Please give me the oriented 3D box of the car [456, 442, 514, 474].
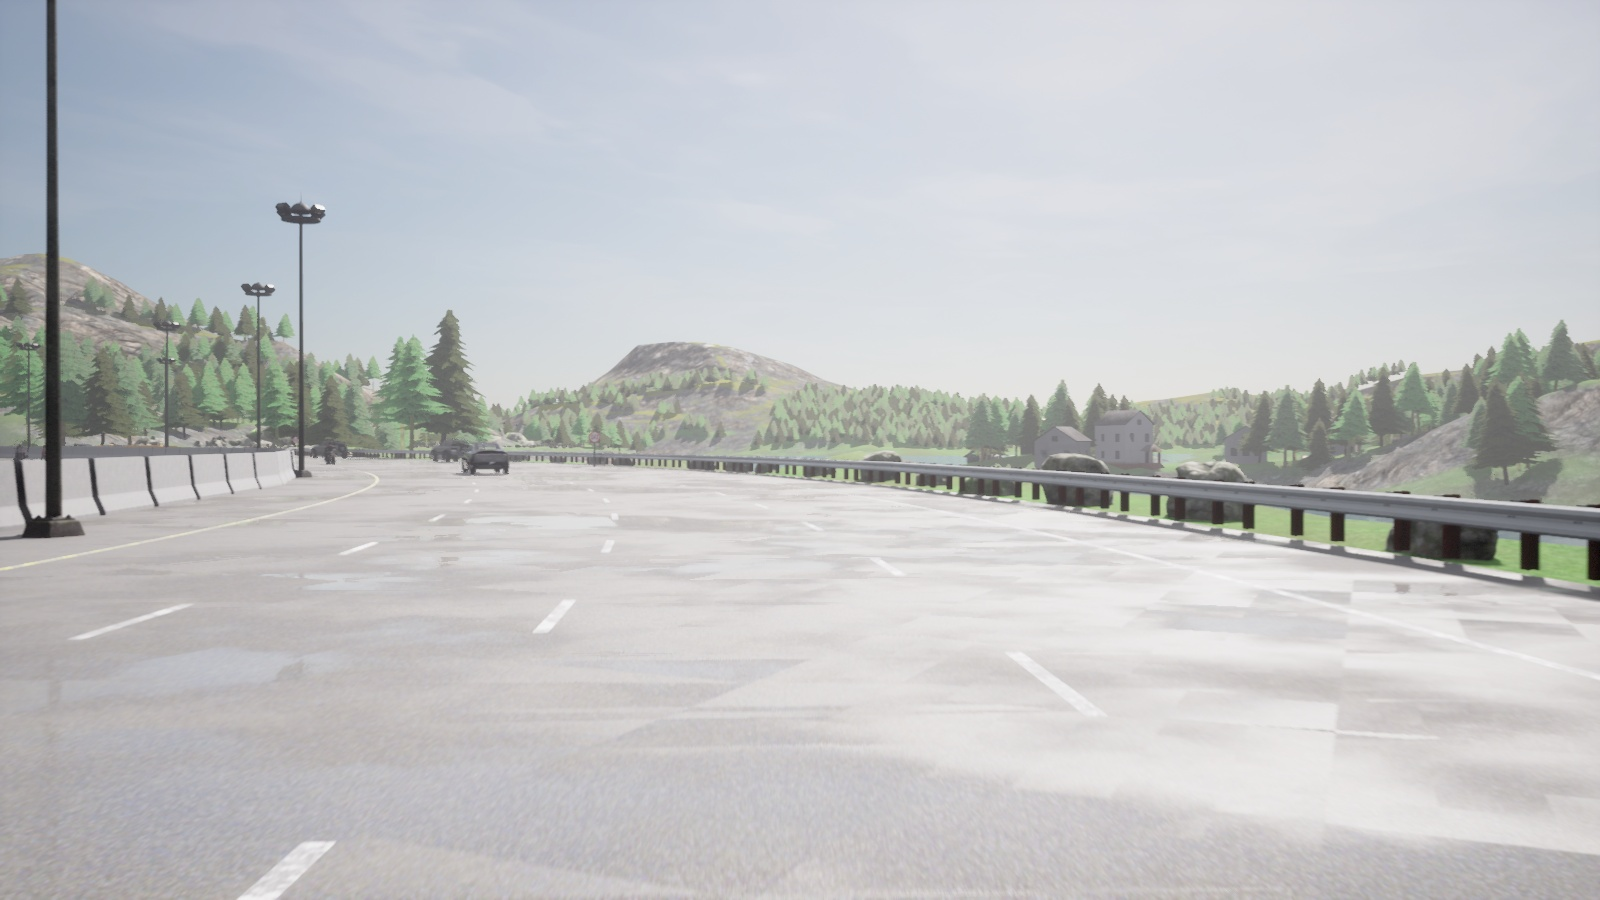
[{"bbox_3d":[-15.525,0.344,61.723,2.128,1.511,4.902,0,0,-22],"label":"car"}]
